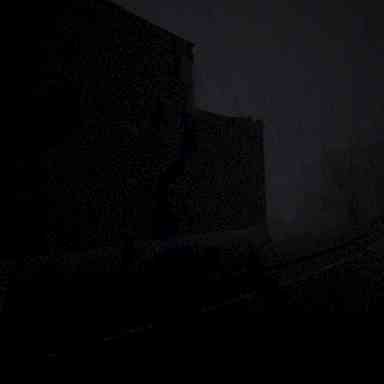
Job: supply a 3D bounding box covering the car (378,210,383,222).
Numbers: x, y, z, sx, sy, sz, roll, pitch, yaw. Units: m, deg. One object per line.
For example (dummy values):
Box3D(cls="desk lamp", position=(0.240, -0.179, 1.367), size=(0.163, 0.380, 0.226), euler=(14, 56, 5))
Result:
Box3D(cls="car", position=(17.590, 2.019, 28.939), size=(1.994, 1.385, 4.181), euler=(-2, -3, 20))
